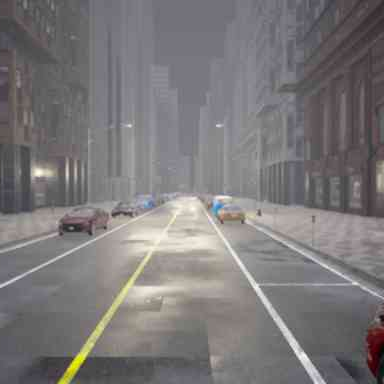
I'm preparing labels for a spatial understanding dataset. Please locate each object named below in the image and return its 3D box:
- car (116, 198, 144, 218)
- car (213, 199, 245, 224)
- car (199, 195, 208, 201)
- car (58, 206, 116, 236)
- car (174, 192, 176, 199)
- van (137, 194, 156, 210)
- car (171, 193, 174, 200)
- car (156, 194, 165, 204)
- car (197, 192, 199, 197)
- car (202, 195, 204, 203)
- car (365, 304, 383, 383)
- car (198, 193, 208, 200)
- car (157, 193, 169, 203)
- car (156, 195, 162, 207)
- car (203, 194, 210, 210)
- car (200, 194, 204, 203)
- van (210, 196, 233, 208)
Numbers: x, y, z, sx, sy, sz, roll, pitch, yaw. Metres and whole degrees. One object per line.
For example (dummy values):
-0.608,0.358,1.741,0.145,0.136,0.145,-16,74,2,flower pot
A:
-5.776,1.492,29.451,1.947,1.339,4.313,0,0,0,car
2.751,1.464,24.001,1.752,1.417,4.829,0,0,0,car
2.730,1.359,80.194,1.887,1.381,4.507,0,0,0,car
-5.772,1.497,18.178,1.887,1.381,4.507,0,0,0,car
-5.798,1.242,85.819,1.967,1.590,4.097,0,0,0,car
-5.781,1.242,40.724,1.690,1.788,3.998,0,0,0,van
-5.793,1.266,74.545,1.967,1.590,4.097,0,0,0,car
-5.784,1.442,51.998,1.947,1.339,4.313,0,0,0,car
2.731,1.142,74.558,2.192,1.841,5.009,0,0,0,car
2.742,1.414,46.546,1.752,1.417,4.829,0,0,0,car
2.759,1.311,1.285,2.192,1.841,5.009,0,0,0,car
2.736,1.292,63.284,1.967,1.590,4.097,0,0,0,car
-5.787,1.178,57.634,2.192,1.841,5.009,0,0,0,car
-5.782,1.454,46.362,1.947,1.339,4.313,0,0,0,car
2.744,1.341,40.740,1.967,1.590,4.097,0,0,0,car
2.740,1.427,52.012,2.008,1.369,4.403,0,0,0,car
2.748,1.268,29.466,1.690,1.788,3.998,0,0,0,van
